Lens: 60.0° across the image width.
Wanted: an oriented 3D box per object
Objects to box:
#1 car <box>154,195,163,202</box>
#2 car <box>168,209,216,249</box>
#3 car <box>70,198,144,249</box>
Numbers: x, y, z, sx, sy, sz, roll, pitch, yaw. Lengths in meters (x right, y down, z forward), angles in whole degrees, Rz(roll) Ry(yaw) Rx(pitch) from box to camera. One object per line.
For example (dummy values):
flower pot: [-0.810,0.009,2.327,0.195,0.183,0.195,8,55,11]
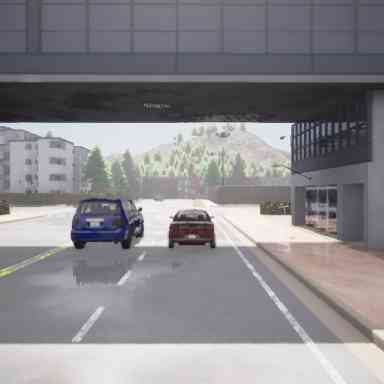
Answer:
car: [-7.655,1.456,76.559,1.837,1.490,4.892,0,0,0]
car: [0.000,1.484,14.650,1.882,1.535,5.008,0,0,0]
car: [-3.500,1.257,14.680,2.150,2.045,5.566,0,0,0]
